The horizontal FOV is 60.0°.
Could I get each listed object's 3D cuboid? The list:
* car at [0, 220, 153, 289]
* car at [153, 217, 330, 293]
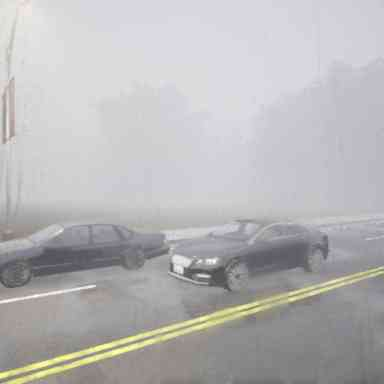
[{"bbox_3d":[-3.221,1.535,9.368,5.357,1.411,2.033,0,0,-35],"label":"car"},{"bbox_3d":[1.696,1.462,8.889,4.902,1.511,2.128,0,0,-35],"label":"car"}]
